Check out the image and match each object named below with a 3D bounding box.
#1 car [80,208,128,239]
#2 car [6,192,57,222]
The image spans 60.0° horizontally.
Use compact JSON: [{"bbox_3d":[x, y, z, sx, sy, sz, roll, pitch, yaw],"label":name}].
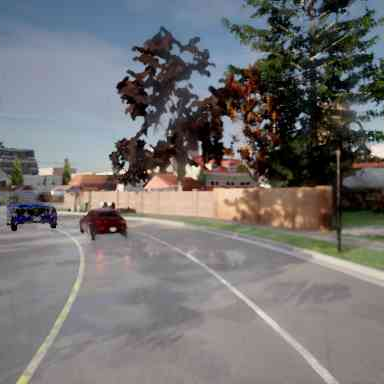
[{"bbox_3d":[-4.776,1.597,17.780,1.812,1.442,4.674,-1,0,-27],"label":"car"},{"bbox_3d":[-9.103,0.966,18.703,2.150,2.045,5.566,-1,0,-32],"label":"car"}]
